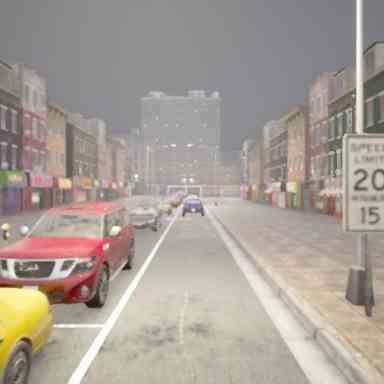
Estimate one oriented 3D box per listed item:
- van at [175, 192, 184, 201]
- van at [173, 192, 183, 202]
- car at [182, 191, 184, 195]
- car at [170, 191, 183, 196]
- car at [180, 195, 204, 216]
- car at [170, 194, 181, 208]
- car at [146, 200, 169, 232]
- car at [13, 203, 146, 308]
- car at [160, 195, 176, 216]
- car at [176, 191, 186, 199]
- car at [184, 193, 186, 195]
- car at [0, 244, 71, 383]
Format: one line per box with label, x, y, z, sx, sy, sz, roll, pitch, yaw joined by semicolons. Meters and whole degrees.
van;-2.613;0.815;67.826;1.690;1.788;3.998;0;0;0
van;-2.614;0.859;62.382;1.690;1.788;3.998;0;0;0
car;-2.618;0.919;51.494;2.192;1.841;5.009;0;0;0
car;-2.620;1.085;46.050;1.967;1.590;4.097;0;0;0
car;0.109;1.292;29.610;1.812;1.442;4.674;0;0;0
car;-2.623;1.231;40.607;1.887;1.381;4.507;0;0;0
car;-2.629;1.398;18.831;2.008;1.369;4.403;0;0;0
car;-2.631;1.248;7.941;2.192;1.841;5.009;0;0;0
car;-2.626;1.292;29.548;1.752;1.417;4.829;0;0;0
car;-2.609;0.698;78.714;2.192;1.841;5.009;0;0;0
car;0.099;1.157;47.880;1.812;1.442;4.674;0;1;0
car;-2.634;1.505;2.330;1.752;1.417;4.829;0;0;0
